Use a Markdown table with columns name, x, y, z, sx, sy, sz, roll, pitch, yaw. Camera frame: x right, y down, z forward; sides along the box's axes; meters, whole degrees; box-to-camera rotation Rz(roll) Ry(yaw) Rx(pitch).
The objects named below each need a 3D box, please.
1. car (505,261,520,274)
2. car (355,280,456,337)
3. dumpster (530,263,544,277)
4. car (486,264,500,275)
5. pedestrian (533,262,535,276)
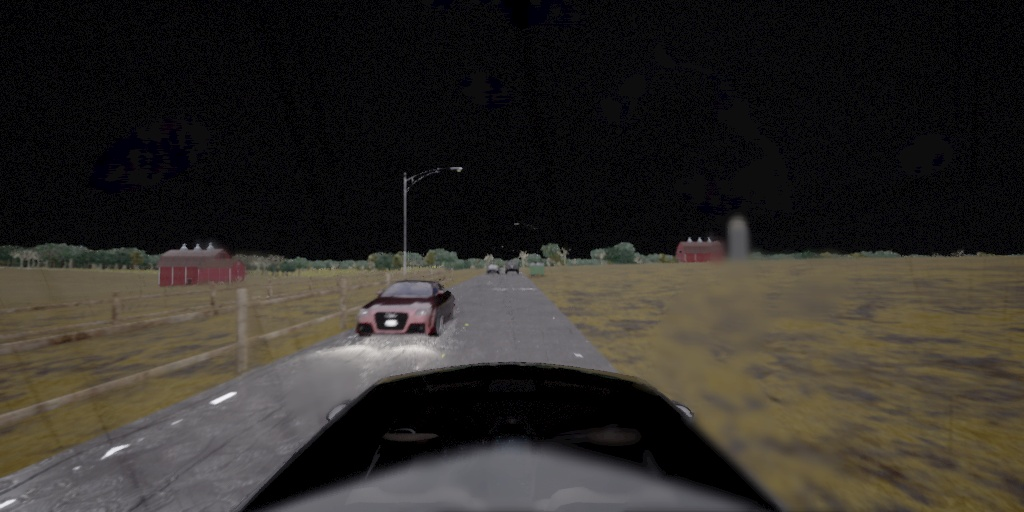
| name | x | y | z | sx | sy | sz | roll | pitch | yaw |
| --- | --- | --- | --- | --- | --- | --- | --- | --- | --- |
| car | 0.024 | 1.811 | 57.238 | 2.150 | 2.045 | 5.566 | 0 | -1 | 0 |
| car | -2.849 | 1.407 | 10.450 | 1.994 | 1.385 | 4.181 | 0 | -1 | 0 |
| dumpster | 3.136 | 1.773 | 45.776 | 1.020 | 1.700 | 1.940 | 0 | 0 | 0 |
| car | -2.801 | 1.995 | 53.548 | 1.882 | 1.535 | 5.008 | 0 | -1 | 0 |
| pedestrian | 2.836 | 1.641 | 46.797 | 0.375 | 1.860 | 0.375 | 0 | -1 | -10 |
